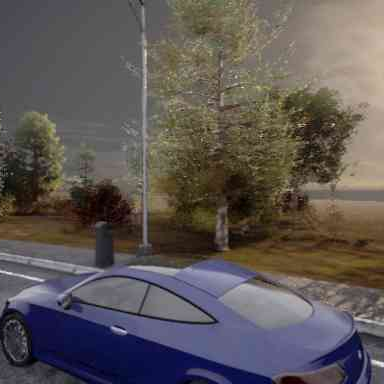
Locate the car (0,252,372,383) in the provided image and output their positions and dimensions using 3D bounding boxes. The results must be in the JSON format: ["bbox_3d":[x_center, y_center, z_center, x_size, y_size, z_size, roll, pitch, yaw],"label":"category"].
[{"bbox_3d":[-0.450,1.511,4.091,4.674,1.442,1.812,0,0,34],"label":"car"}]
